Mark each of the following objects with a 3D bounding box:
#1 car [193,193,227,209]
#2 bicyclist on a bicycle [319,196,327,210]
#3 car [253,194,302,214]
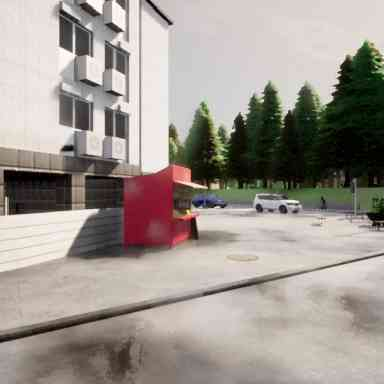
[{"bbox_3d":[2.386,1.224,45.145,2.150,2.045,5.566,0,0,-35],"label":"car"},{"bbox_3d":[15.946,1.353,40.535,1.656,1.620,0.582,0,0,-35],"label":"bicyclist on a bicycle"},{"bbox_3d":[9.057,1.224,35.743,2.150,2.045,5.566,0,0,-35],"label":"car"}]
